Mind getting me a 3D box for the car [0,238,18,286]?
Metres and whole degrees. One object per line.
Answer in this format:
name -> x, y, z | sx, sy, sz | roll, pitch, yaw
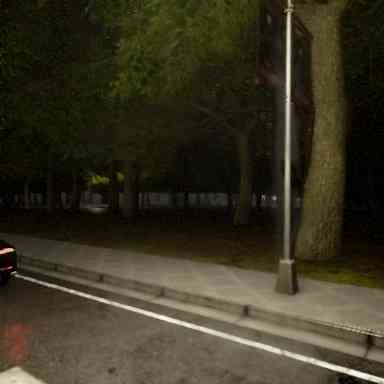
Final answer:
car -> -6.152, 1.480, 8.070 | 4.902, 1.511, 2.128 | 0, 0, 35
